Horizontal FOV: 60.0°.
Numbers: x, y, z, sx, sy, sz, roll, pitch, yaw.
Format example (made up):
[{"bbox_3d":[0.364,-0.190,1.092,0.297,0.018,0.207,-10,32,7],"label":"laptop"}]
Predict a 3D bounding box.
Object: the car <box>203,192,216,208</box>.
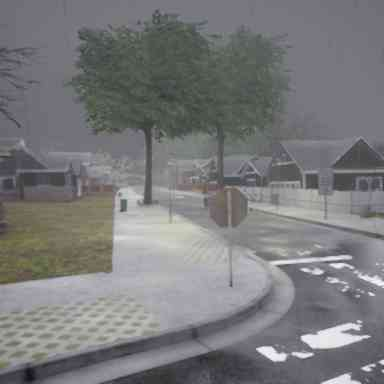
[{"bbox_3d":[2.314,0.691,28.843,2.128,1.511,4.902,-2,2,-12],"label":"car"}]
